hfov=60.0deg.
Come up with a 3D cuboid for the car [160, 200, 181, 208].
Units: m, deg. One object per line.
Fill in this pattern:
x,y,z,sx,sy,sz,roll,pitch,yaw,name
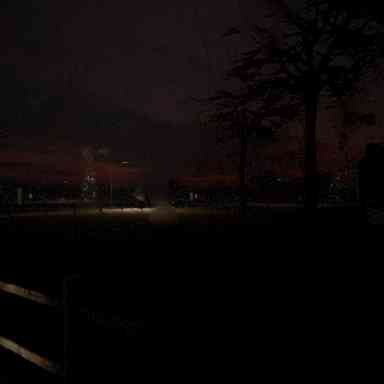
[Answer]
-4.021,2.202,62.748,2.128,1.511,4.902,1,0,36,car
